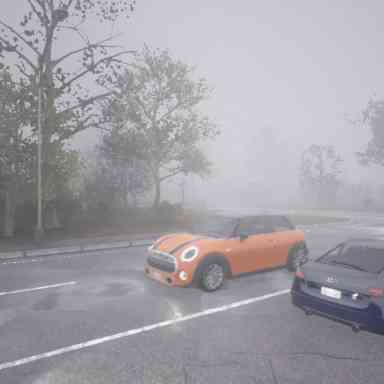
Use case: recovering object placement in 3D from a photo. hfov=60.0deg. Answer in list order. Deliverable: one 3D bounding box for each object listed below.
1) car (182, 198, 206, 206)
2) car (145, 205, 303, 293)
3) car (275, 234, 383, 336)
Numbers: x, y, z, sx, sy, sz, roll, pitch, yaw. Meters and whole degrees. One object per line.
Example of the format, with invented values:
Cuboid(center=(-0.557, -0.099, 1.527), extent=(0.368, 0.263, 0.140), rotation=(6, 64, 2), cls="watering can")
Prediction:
Cuboid(center=(-0.057, 1.576, 50.133), extent=(4.902, 1.511, 2.128), rotation=(-1, 0, 42), cls="car")
Cuboid(center=(1.033, 1.352, 8.992), extent=(4.553, 1.767, 2.097), rotation=(0, 0, -35), cls="car")
Cuboid(center=(3.839, 1.564, 6.434), extent=(4.181, 1.385, 1.994), rotation=(0, 0, -35), cls="car")
